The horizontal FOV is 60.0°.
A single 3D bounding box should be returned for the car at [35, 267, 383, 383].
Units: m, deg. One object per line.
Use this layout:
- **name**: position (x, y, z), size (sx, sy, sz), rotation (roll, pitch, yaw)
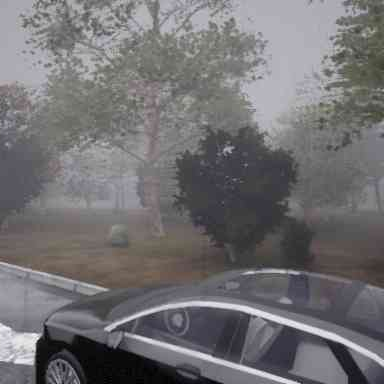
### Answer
- **car**: position (0.514, 1.491, 3.010), size (4.902, 1.511, 2.128), rotation (0, 0, 35)
